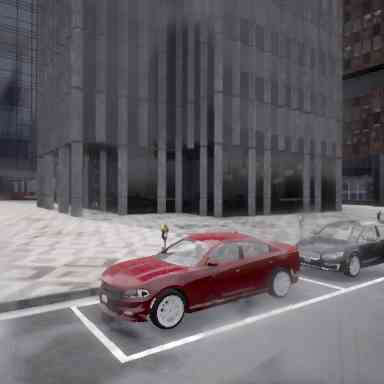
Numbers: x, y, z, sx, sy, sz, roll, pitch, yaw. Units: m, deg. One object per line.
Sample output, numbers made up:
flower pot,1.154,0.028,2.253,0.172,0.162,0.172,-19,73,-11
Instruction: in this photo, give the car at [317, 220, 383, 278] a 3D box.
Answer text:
car,4.856,1.562,10.110,4.403,1.369,2.008,0,0,-35

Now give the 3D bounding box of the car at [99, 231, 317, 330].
car,0.359,1.548,6.900,4.507,1.381,1.887,0,0,-35
